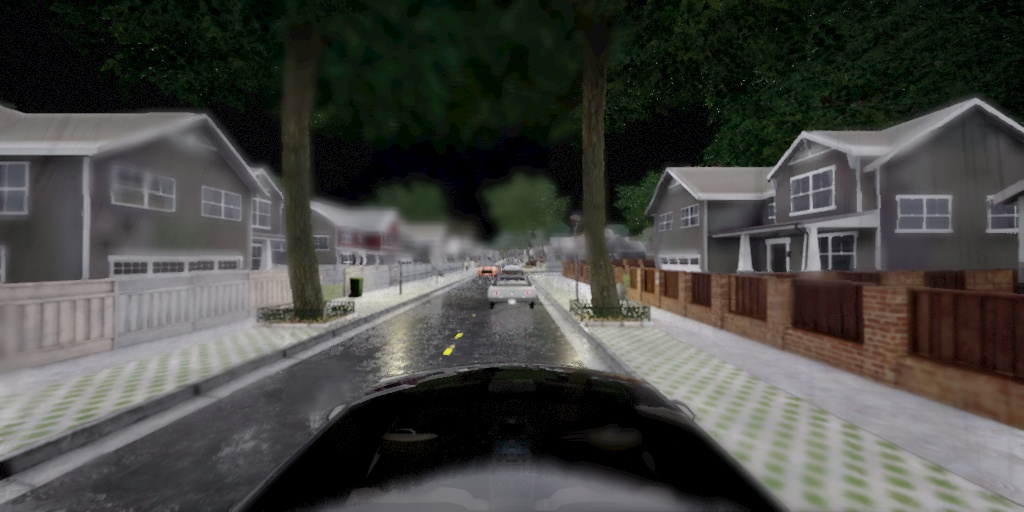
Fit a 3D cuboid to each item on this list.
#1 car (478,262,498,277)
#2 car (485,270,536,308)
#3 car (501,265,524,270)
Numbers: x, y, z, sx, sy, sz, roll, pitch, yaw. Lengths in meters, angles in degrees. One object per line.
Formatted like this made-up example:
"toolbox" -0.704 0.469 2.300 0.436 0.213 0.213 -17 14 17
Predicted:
"car" -2.737 1.473 41.572 2.097 1.767 4.553 0 0 0
"car" 0.008 1.482 15.956 1.895 1.301 4.718 0 0 0
"car" 0.019 1.504 31.325 1.882 1.535 5.008 0 0 0
